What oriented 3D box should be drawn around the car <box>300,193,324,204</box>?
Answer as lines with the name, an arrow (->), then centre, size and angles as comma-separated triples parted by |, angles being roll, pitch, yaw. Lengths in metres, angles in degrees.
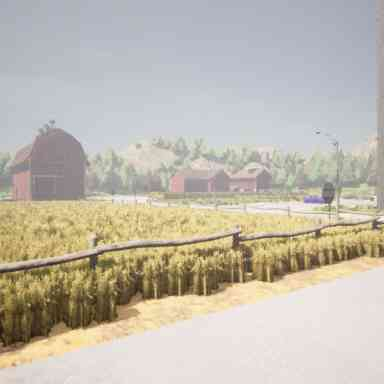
car -> 22.993, 1.392, 61.225 | 2.242, 1.667, 4.611 | 0, 0, -36

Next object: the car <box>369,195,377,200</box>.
car -> 42.571, 1.182, 75.459 | 1.905, 1.878, 3.866 | 0, 0, -36

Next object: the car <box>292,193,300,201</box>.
car -> 26.535, 1.198, 80.188 | 1.932, 1.855, 4.605 | 0, 0, -36
